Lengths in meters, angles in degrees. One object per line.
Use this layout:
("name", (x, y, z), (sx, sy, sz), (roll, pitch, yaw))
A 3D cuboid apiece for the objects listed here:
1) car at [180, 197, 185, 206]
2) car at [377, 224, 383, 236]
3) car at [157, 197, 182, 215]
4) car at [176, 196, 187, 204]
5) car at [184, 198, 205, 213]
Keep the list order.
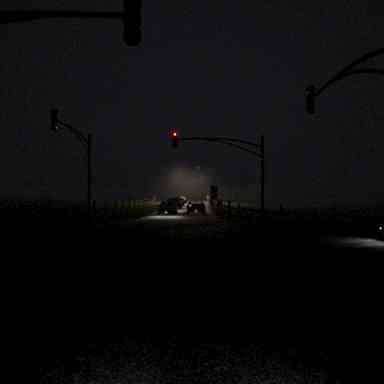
("car", (-2.297, 1.514, 44.060), (1.837, 1.490, 4.892), (0, 0, 1))
("car", (12.300, 1.812, 16.554), (5.357, 1.411, 2.033), (1, 0, 1))
("car", (-2.440, 1.553, 34.199), (2.033, 1.411, 5.357), (0, 0, 0))
("car", (-1.968, 1.581, 64.027), (1.994, 1.385, 4.181), (0, 0, 2))
("car", (0.479, 1.607, 36.697), (1.895, 1.301, 4.718), (0, 0, 2))
